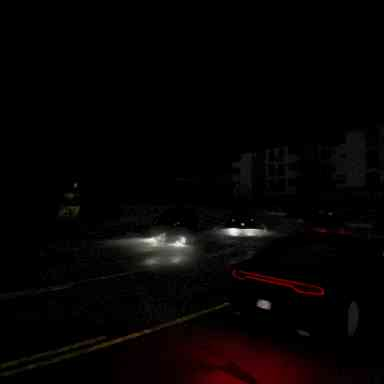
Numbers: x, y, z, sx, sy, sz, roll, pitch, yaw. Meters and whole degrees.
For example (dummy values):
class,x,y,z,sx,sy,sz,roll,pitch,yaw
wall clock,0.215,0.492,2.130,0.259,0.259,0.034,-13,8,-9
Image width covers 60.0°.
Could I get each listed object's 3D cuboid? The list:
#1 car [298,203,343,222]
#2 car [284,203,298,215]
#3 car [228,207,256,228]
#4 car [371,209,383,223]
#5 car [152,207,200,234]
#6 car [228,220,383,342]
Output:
class,x,y,z,sx,sy,sz,roll,pitch,yaw
car,10.902,1.771,28.072,2.097,1.767,4.553,0,-1,2
car,12.730,2.060,39.008,2.128,1.511,4.902,1,-1,-16
car,3.841,1.897,25.656,2.033,1.411,5.357,0,-1,7
car,14.012,1.876,23.021,1.837,1.490,4.892,1,-1,10
car,-0.880,1.747,21.444,1.882,1.535,5.008,1,-1,16
car,2.788,1.581,6.836,1.882,1.535,5.008,0,-1,43
